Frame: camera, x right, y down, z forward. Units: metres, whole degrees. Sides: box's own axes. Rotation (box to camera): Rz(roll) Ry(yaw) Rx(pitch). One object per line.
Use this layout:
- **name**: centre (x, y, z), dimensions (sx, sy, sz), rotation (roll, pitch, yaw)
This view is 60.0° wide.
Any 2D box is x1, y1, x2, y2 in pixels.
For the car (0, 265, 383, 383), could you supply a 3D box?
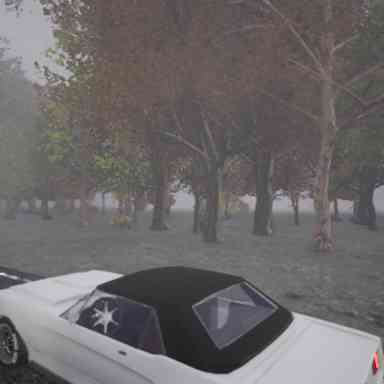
- **car**: centre (-0.516, 1.588, 3.943), dimensions (4.718, 1.301, 1.895), rotation (1, 0, 35)
